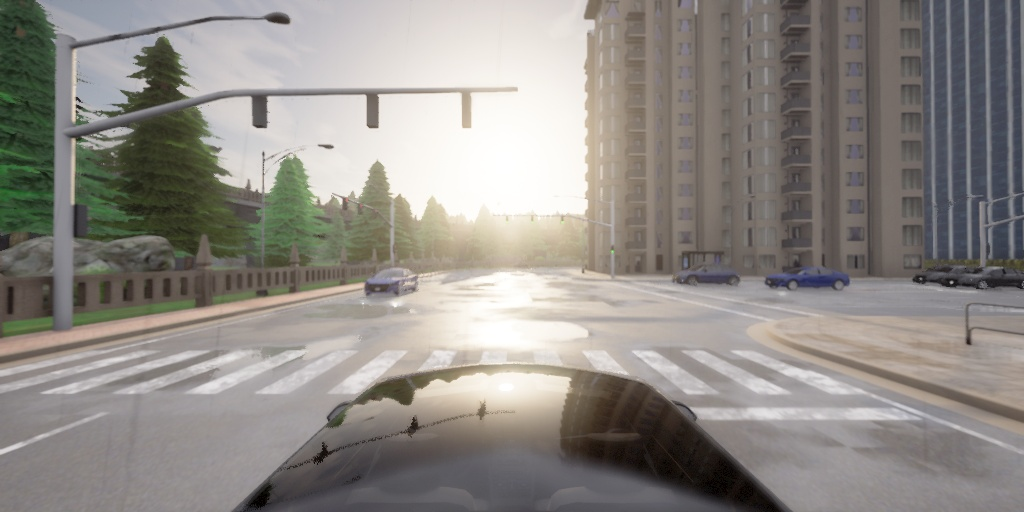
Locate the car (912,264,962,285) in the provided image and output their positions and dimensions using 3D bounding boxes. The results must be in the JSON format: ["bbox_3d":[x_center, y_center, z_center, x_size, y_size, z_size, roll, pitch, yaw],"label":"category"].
[{"bbox_3d":[34.376,1.582,28.038,4.892,1.490,1.837,1,-1,0],"label":"car"}]

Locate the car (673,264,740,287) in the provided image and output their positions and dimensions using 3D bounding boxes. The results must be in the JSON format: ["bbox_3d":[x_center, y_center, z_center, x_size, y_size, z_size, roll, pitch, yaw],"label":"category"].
[{"bbox_3d":[14.997,1.427,27.869,4.553,1.767,2.097,0,-1,1],"label":"car"}]

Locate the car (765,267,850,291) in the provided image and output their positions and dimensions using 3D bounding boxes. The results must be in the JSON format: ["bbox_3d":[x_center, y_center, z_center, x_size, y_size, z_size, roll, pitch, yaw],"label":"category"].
[{"bbox_3d":[19.977,1.515,24.381,5.008,1.535,1.882,0,-1,-1],"label":"car"}]

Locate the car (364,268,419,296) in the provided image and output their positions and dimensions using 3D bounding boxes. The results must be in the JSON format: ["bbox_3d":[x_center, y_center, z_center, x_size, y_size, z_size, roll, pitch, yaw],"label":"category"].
[{"bbox_3d":[-6.869,1.458,20.925,1.882,1.535,5.008,0,-1,1],"label":"car"}]

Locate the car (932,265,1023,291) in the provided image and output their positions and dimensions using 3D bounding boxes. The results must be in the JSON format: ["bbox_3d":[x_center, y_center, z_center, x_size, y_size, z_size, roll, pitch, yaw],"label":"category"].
[{"bbox_3d":[32.455,1.543,24.523,4.892,1.490,1.837,0,-1,0],"label":"car"}]
